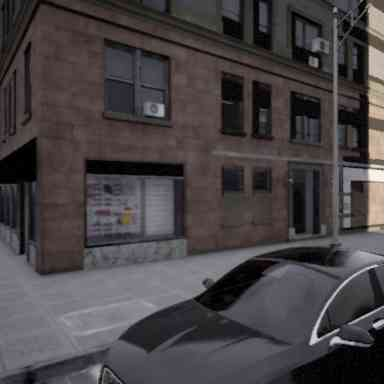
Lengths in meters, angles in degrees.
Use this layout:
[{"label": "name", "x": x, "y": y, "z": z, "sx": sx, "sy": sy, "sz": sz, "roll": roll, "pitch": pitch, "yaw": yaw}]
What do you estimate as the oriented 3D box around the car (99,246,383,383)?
[{"label": "car", "x": 1.372, "y": 1.507, "z": 4.003, "sx": 4.892, "sy": 1.490, "sz": 1.837, "roll": 0, "pitch": 0, "yaw": -36}]
